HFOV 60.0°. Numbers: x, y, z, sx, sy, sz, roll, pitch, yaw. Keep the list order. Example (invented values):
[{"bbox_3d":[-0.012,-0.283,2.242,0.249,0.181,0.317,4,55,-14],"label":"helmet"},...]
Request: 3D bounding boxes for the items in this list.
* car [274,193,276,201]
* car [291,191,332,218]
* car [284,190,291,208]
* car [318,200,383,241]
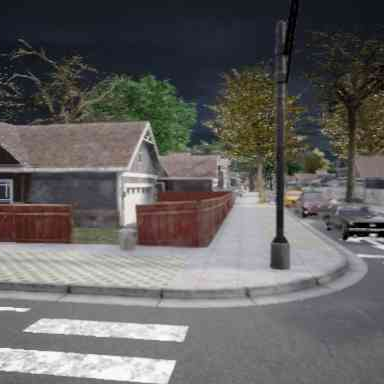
[{"bbox_3d":[11.832,0.497,43.435,1.837,1.490,4.892,0,1,10],"label":"car"},{"bbox_3d":[8.519,0.789,23.297,2.097,1.767,4.553,0,1,9],"label":"car"},{"bbox_3d":[10.157,0.695,33.212,1.882,1.535,5.008,0,1,9],"label":"car"},{"bbox_3d":[7.058,1.235,14.436,1.895,1.301,4.718,0,1,10],"label":"car"}]
